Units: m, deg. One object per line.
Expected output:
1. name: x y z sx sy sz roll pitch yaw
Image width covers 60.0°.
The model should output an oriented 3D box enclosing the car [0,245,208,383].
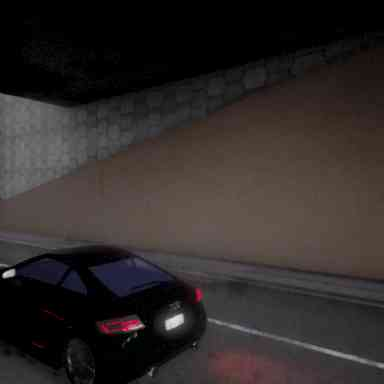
1. car: -1.829 1.568 5.280 4.181 1.385 1.994 0 0 36
